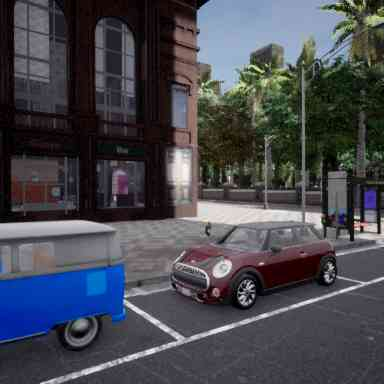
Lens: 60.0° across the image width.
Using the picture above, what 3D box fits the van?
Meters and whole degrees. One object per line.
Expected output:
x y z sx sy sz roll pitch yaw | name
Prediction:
-2.918 1.341 4.573 3.998 1.788 1.690 0 0 -35 | van

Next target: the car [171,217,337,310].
1.500 1.439 7.723 4.097 1.590 1.967 0 0 -35 | car
